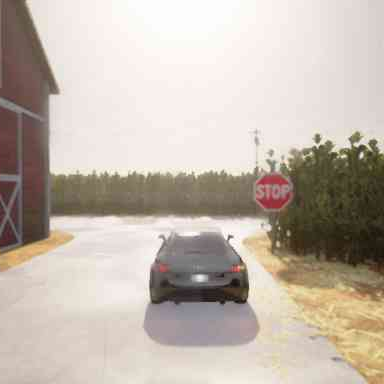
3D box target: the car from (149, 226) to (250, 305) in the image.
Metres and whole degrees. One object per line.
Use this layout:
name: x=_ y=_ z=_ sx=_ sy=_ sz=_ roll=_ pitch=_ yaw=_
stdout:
car: x=0.114 y=1.506 z=8.023 sx=1.994 sy=1.385 sz=4.181 roll=0 pitch=1 yaw=-1
